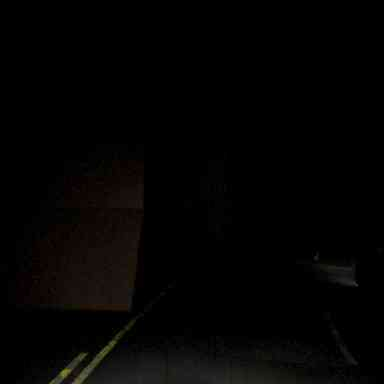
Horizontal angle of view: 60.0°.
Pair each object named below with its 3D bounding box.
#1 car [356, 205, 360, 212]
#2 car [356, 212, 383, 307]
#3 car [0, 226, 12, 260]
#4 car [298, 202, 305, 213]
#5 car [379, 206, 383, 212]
[{"bbox_3d":[20.768,2.088,44.774,4.181,1.385,1.994,1,-1,-38],"label":"car"},{"bbox_3d":[4.510,1.440,5.827,2.097,1.767,4.553,1,0,12],"label":"car"},{"bbox_3d":[-5.701,1.562,8.598,1.994,1.385,4.181,0,0,15],"label":"car"},{"bbox_3d":[12.636,1.928,42.394,4.892,1.490,1.837,2,-1,-42],"label":"car"},{"bbox_3d":[22.184,2.010,36.627,4.674,1.442,1.812,1,-1,-41],"label":"car"}]
